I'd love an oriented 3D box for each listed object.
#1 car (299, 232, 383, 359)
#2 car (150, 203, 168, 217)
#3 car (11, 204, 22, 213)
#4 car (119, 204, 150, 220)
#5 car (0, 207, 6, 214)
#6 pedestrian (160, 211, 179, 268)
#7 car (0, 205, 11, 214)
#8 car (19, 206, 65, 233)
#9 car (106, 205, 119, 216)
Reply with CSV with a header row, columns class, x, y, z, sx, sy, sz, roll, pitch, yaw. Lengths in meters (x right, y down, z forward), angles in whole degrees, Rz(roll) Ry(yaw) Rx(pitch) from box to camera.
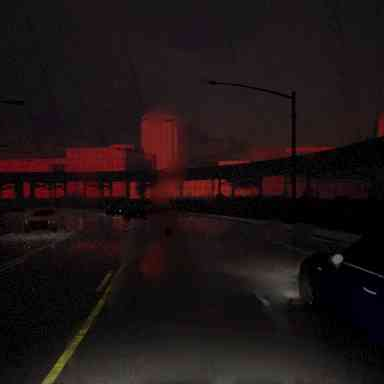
class,x,y,z,sx,sy,sz,roll,pitch,yaw
car,3.299,1.371,4.965,2.097,1.767,4.553,0,-1,-3
car,-4.521,2.108,40.498,2.097,1.767,4.553,0,-1,-23
car,-30.935,2.920,58.319,5.008,1.535,1.882,-2,-1,38
car,-6.148,2.127,35.125,1.882,1.535,5.008,0,-1,-19
car,-12.758,1.838,19.382,1.812,1.442,4.674,0,-2,-12
pedestrian,-0.692,1.372,10.153,0.375,1.860,0.375,-1,0,-6
car,-32.418,2.889,54.979,5.008,1.535,1.882,-2,-2,38
car,-9.925,1.858,22.672,1.882,1.535,5.008,0,-1,-14
car,-10.097,2.444,44.304,1.994,1.385,4.181,0,-1,-27
